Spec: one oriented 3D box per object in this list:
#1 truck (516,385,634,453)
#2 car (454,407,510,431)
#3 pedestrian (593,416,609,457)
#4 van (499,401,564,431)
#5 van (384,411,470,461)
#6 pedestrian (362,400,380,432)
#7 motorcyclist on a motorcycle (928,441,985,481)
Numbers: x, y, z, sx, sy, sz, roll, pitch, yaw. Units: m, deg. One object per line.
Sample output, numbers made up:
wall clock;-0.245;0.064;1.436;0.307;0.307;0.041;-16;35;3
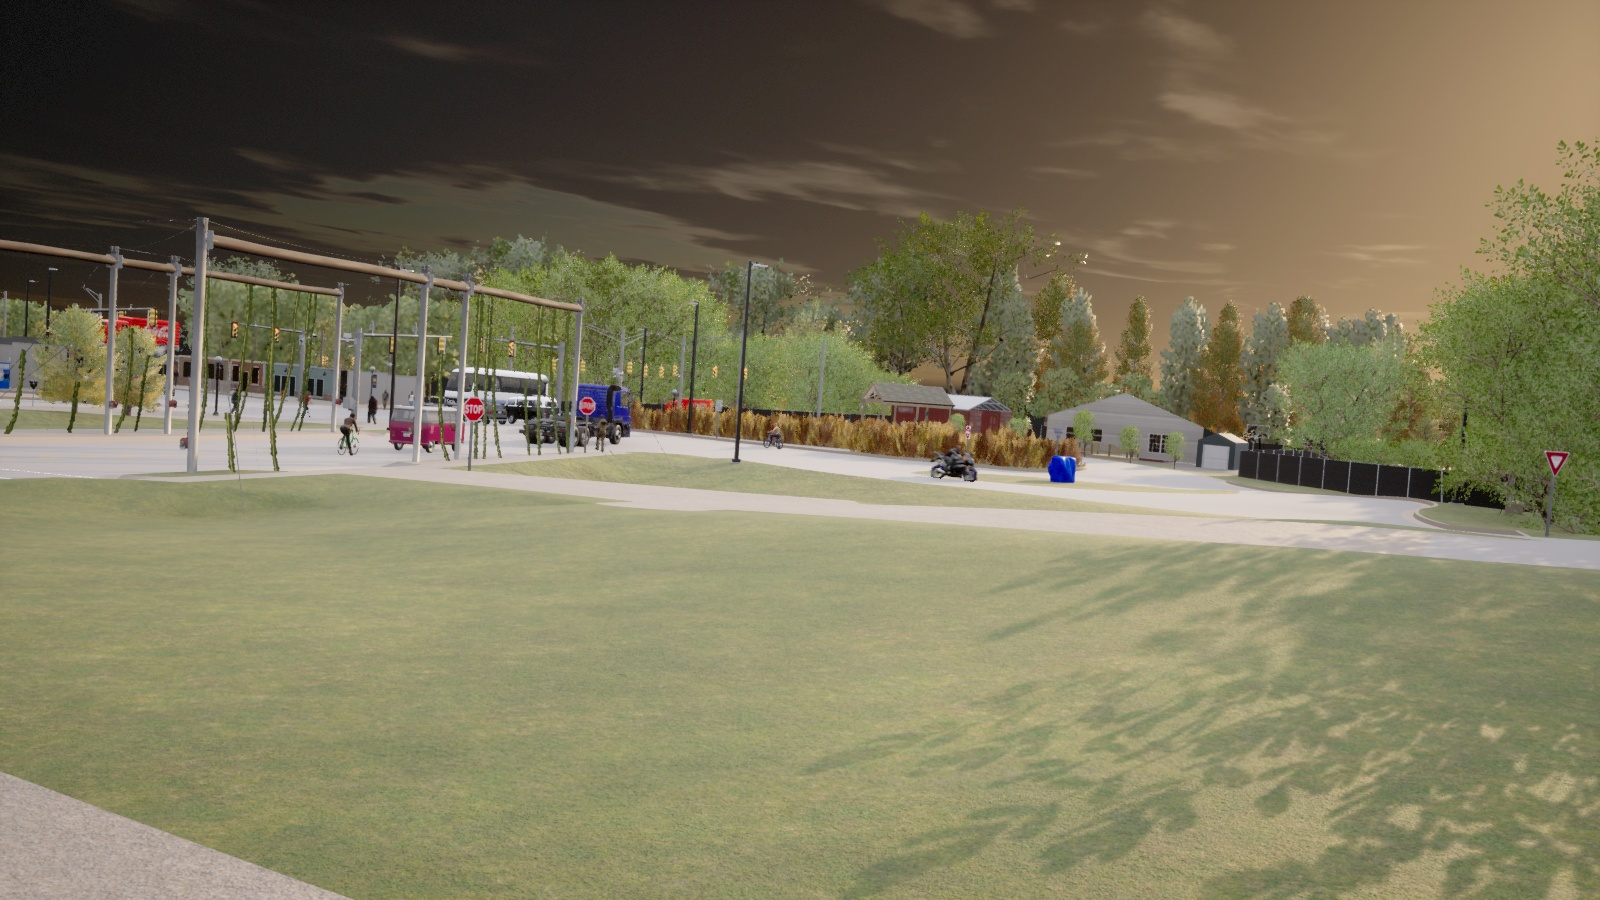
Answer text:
truck;-12.513;-1.824;70.637;2.891;3.462;7.936;4;4;19
car;-22.141;-2.188;87.419;3.705;1.549;1.789;3;3;35
pedestrian;-9.613;-0.653;60.538;0.396;1.930;0.692;0;4;-39
van;-19.251;-2.459;89.873;4.480;2.038;2.069;3;3;36
van;-16.398;-0.647;55.473;1.775;1.987;4.442;4;2;10
pedestrian;-25.723;-2.026;75.284;0.634;1.844;0.899;0;5;-44
motorcyclist on a motorcycle;6.608;0.468;53.126;2.191;1.530;0.866;4;2;37
